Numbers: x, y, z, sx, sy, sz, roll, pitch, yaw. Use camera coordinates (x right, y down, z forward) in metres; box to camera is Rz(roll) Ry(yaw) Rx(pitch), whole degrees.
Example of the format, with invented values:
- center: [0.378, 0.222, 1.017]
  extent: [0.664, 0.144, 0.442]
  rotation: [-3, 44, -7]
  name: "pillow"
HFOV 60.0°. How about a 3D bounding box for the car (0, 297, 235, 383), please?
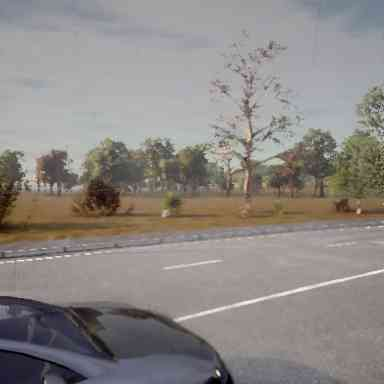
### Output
- center: [-1.641, 1.554, 2.458]
  extent: [4.181, 1.385, 1.994]
  rotation: [0, 0, -35]
  name: "car"
